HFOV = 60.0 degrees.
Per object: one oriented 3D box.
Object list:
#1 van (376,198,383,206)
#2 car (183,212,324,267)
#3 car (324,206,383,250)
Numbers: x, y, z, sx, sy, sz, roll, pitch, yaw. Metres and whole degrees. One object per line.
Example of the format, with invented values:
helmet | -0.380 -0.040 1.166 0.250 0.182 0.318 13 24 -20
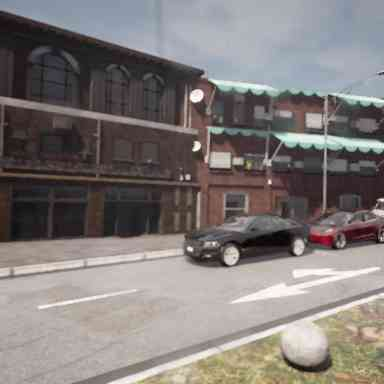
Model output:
van | 11.316 1.298 17.508 4.442 1.987 1.878 0 0 -30
car | 2.049 1.506 11.669 5.008 1.535 2.097 0 0 -33
car | 6.664 1.546 14.649 4.792 1.488 2.163 0 0 -31
